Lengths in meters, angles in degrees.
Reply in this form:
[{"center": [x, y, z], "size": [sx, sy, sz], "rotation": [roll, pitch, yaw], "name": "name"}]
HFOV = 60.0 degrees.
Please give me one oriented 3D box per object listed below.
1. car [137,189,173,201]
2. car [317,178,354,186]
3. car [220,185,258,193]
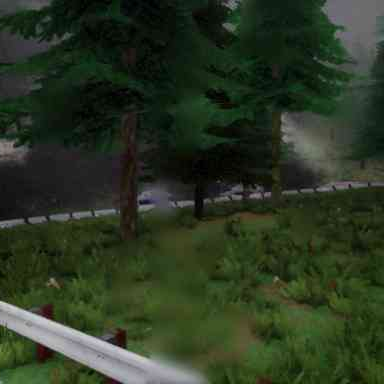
[{"center": [-4.051, 0.577, 30.100], "size": [4.553, 1.767, 2.097], "rotation": [-5, 3, -29], "name": "car"}, {"center": [15.072, -0.698, 34.782], "size": [4.181, 1.385, 1.994], "rotation": [-4, 0, 6], "name": "car"}, {"center": [5.097, -0.030, 34.071], "size": [4.902, 1.511, 2.128], "rotation": [-4, 1, -13], "name": "car"}]
